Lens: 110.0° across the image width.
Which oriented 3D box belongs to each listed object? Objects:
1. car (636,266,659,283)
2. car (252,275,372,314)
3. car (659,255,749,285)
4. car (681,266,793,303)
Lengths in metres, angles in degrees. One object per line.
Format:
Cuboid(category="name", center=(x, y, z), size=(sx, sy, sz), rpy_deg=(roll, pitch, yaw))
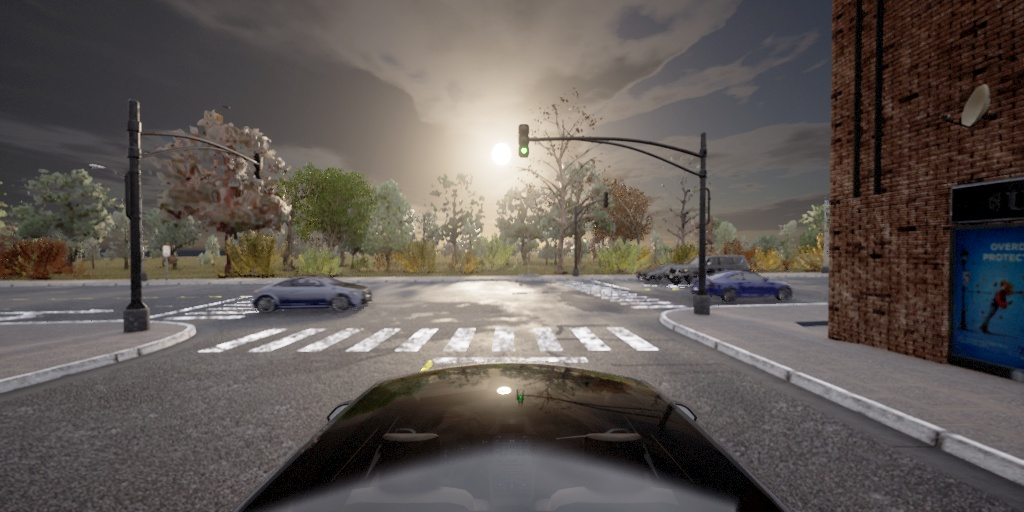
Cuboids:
Cuboid(category="car", center=(12.361, 1.258, 27.486), size=(5.357, 1.411, 2.033), rpy_deg=(0, 1, -9))
Cuboid(category="car", center=(-7.954, 1.471, 14.538), size=(4.181, 1.385, 1.994), rpy_deg=(0, 1, -8))
Cuboid(category="car", center=(13.301, 0.976, 24.362), size=(5.566, 2.045, 2.150), rpy_deg=(-1, 1, -11))
Cuboid(category="car", center=(10.984, 1.394, 17.299), size=(4.674, 1.442, 1.812), rpy_deg=(0, 1, -9))
